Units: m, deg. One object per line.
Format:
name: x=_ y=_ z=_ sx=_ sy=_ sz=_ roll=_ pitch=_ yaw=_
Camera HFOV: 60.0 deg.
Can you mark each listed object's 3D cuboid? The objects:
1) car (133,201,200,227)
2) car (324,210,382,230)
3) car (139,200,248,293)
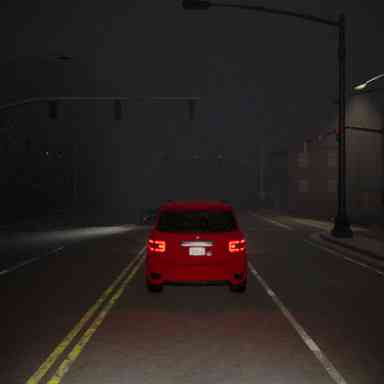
car: x=-1.697 y=1.468 z=23.863 sx=2.128 sy=1.511 sz=4.902 roll=0 pitch=0 yaw=35
car: x=14.410 y=2.352 z=29.631 sx=4.892 sy=1.490 sz=1.837 roll=9 pitch=0 yaw=1
car: x=0.095 y=1.221 z=9.015 sx=2.150 sy=2.045 sz=5.566 roll=0 pitch=0 yaw=0
